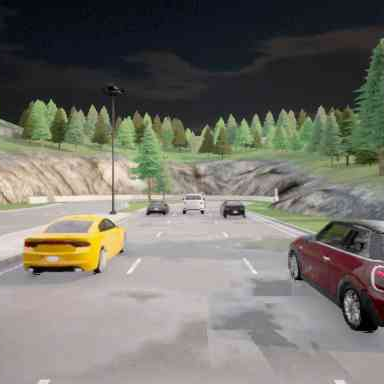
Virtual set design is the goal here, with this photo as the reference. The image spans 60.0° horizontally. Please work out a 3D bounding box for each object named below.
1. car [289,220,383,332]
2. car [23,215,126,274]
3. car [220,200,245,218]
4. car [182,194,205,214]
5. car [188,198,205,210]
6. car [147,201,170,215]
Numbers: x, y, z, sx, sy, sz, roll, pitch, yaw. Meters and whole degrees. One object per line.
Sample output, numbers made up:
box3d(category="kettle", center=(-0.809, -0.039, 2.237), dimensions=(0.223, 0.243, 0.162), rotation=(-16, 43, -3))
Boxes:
box3d(category="car", center=(3.603, 1.352, 6.969), dimensions=(2.097, 1.767, 4.553), rotation=(0, 0, 0))
box3d(category="car", center=(-3.395, 1.477, 10.580), dimensions=(1.882, 1.535, 5.008), rotation=(0, 0, 0))
box3d(category="car", center=(3.613, 1.477, 30.164), dimensions=(1.882, 1.535, 5.008), rotation=(0, 0, 0))
box3d(category="car", center=(0.153, 1.221, 35.224), dimensions=(2.150, 2.045, 5.566), rotation=(0, 0, 0))
box3d(category="car", center=(0.665, 1.564, 44.575), dimensions=(1.994, 1.385, 4.181), rotation=(0, 0, 6))
box3d(category="car", center=(-3.366, 1.563, 33.491), dimensions=(1.994, 1.385, 4.181), rotation=(0, 0, 1))
